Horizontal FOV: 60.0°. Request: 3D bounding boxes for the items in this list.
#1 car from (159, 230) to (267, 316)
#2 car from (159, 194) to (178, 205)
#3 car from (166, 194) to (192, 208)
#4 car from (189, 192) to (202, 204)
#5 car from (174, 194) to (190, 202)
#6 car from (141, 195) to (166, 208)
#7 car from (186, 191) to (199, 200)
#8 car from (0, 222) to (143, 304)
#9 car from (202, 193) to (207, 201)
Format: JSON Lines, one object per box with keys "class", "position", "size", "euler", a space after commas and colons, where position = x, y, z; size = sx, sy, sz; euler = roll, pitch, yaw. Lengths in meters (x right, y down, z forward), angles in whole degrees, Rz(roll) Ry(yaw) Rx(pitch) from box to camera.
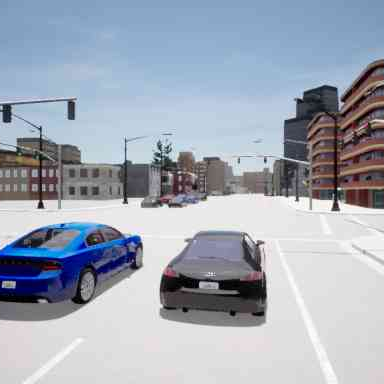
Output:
{"class": "car", "position": [0.689, 1.564, 7.637], "size": [1.994, 1.385, 4.181], "euler": [0, 0, 12]}
{"class": "car", "position": [-3.800, 1.226, 55.474], "size": [1.882, 1.535, 5.008], "euler": [0, 1, 11]}
{"class": "car", "position": [-1.925, 1.409, 46.886], "size": [2.033, 1.411, 5.357], "euler": [0, 1, 11]}
{"class": "car", "position": [-0.091, 1.249, 56.291], "size": [1.812, 1.442, 4.674], "euler": [0, 1, 11]}
{"class": "car", "position": [-1.895, 1.125, 65.126], "size": [2.033, 1.411, 5.357], "euler": [0, 1, 11]}
{"class": "car", "position": [-5.561, 1.230, 46.508], "size": [2.097, 1.767, 4.553], "euler": [0, 1, 11]}
{"class": "car", "position": [0.048, 0.752, 74.930], "size": [2.097, 1.767, 4.553], "euler": [0, 1, 11]}
{"class": "car", "position": [-2.748, 1.478, 8.283], "size": [1.882, 1.535, 5.008], "euler": [0, 0, 11]}
{"class": "car", "position": [1.867, 1.052, 66.114], "size": [1.837, 1.490, 4.892], "euler": [0, 1, 12]}
